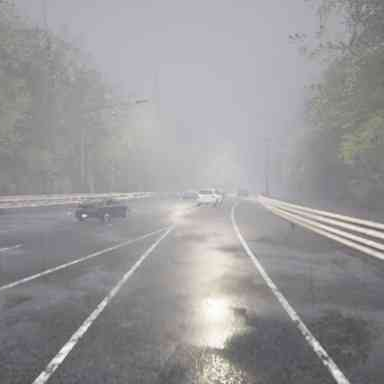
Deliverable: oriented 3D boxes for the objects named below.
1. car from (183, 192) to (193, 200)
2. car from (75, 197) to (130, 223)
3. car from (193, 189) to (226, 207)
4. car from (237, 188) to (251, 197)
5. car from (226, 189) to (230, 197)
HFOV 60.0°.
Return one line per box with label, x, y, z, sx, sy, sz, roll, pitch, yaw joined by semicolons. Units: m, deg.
car;-0.150;0.632;57.985;1.994;1.385;4.181;1;1;14
car;-5.774;1.123;22.036;1.837;1.490;4.892;1;1;14
car;2.107;0.653;38.635;2.150;2.045;5.566;1;1;14
car;11.641;0.119;75.719;2.150;2.045;5.566;1;1;14
car;5.736;0.460;66.818;1.882;1.535;5.008;1;1;14
